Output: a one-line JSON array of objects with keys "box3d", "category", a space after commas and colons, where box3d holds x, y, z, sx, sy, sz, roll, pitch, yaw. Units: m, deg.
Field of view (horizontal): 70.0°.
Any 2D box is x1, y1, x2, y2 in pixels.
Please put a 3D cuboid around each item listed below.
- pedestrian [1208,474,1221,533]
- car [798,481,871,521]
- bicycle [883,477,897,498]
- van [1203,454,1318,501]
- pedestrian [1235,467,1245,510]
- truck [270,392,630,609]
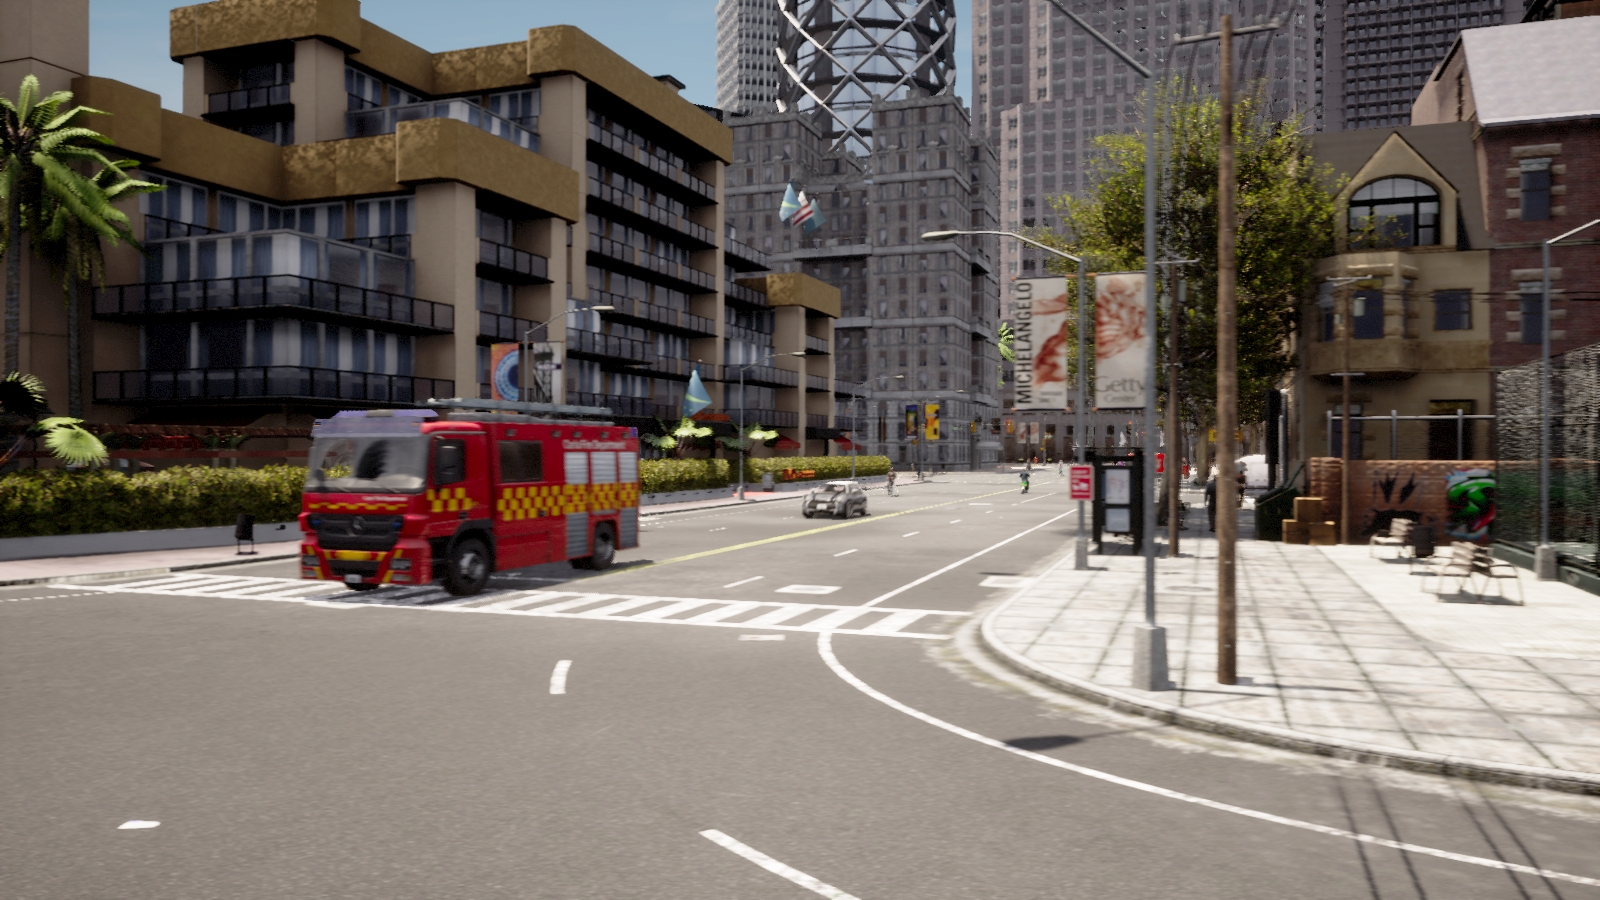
[{"box3d": [13.240, 1.695, 36.481, 0.375, 1.860, 0.375, 0, 0, 18], "category": "pedestrian"}, {"box3d": [1.486, 2.063, 47.462, 1.970, 1.475, 3.806, 0, 0, 20], "category": "car"}, {"box3d": [5.352, 2.208, 67.852, 0.329, 1.171, 1.835, 0, 0, 23], "category": "bicycle"}, {"box3d": [26.630, 1.532, 66.109, 5.915, 2.561, 1.988, 0, 1, 31], "category": "van"}, {"box3d": [19.246, 1.695, 49.987, 0.375, 1.860, 0.375, 0, 0, 26], "category": "pedestrian"}, {"box3d": [-7.001, 0.890, 24.639, 2.891, 3.827, 8.468, 0, 0, 20], "category": "truck"}]
